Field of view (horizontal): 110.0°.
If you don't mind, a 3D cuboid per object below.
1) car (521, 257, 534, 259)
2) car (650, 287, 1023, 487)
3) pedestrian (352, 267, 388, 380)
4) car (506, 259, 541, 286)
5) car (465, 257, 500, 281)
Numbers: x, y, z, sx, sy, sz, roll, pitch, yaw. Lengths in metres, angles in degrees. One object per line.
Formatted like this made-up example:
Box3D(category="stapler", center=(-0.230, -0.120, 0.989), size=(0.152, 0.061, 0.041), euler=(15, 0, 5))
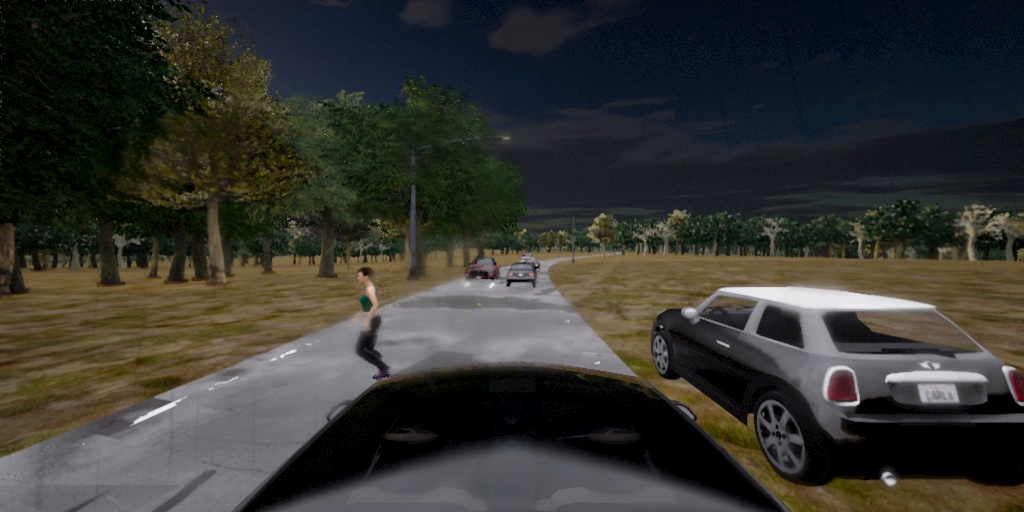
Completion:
Box3D(category="car", center=(2.467, 1.081, 43.063), size=(1.895, 1.301, 4.718), euler=(0, 0, 6))
Box3D(category="car", center=(3.262, 1.128, 4.514), size=(1.970, 1.475, 3.806), euler=(0, 1, 1))
Box3D(category="pedestrian", center=(-2.214, 1.005, 5.577), size=(0.375, 1.860, 0.375), euler=(-1, 2, -14))
Box3D(category="car", center=(0.697, 1.118, 23.042), size=(2.033, 1.411, 5.357), euler=(0, 0, 4))
Box3D(category="car", center=(-2.139, 0.894, 27.094), size=(2.097, 1.767, 4.553), euler=(0, 0, 4))
